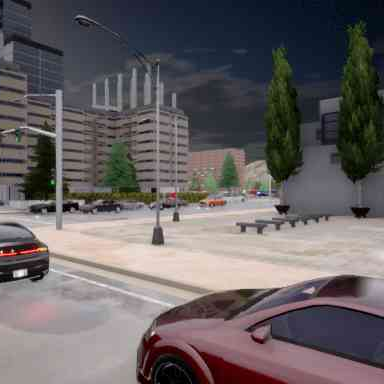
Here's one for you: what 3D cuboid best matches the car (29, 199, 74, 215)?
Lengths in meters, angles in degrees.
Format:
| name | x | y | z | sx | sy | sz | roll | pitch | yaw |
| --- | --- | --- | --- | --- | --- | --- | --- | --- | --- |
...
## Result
| name | x | y | z | sx | sy | sz | roll | pitch | yaw |
| --- | --- | --- | --- | --- | --- | --- | --- | --- | --- |
| car | -14.318 | 1.478 | 34.805 | 1.882 | 1.535 | 5.008 | 0 | 0 | 40 |

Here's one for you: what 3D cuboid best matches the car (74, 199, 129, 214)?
| name | x | y | z | sx | sy | sz | roll | pitch | yaw |
| --- | --- | --- | --- | --- | --- | --- | --- | --- | --- |
| car | -9.461 | 1.505 | 35.123 | 1.837 | 1.490 | 4.892 | 0 | 0 | 40 |

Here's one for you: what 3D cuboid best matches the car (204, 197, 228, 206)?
| name | x | y | z | sx | sy | sz | roll | pitch | yaw |
| --- | --- | --- | --- | --- | --- | --- | --- | --- | --- |
| car | 4.062 | 1.564 | 56.443 | 1.994 | 1.385 | 4.181 | 0 | 0 | 41 |

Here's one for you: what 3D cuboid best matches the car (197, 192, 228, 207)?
| name | x | y | z | sx | sy | sz | roll | pitch | yaw |
| --- | --- | --- | --- | --- | --- | --- | --- | --- | --- |
| car | 3.023 | 1.352 | 49.835 | 2.097 | 1.767 | 4.553 | 0 | 0 | 40 |

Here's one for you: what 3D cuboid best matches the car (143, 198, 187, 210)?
| name | x | y | z | sx | sy | sz | roll | pitch | yaw |
| --- | --- | --- | --- | --- | --- | --- | --- | --- | --- |
| car | -3.379 | 1.491 | 42.300 | 2.128 | 1.511 | 4.902 | 0 | 0 | 40 |

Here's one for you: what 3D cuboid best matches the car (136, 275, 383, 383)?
| name | x | y | z | sx | sy | sz | roll | pitch | yaw |
| --- | --- | --- | --- | --- | --- | --- | --- | --- | --- |
| car | 1.422 | 1.564 | 3.226 | 4.181 | 1.385 | 1.994 | 0 | 0 | 37 |

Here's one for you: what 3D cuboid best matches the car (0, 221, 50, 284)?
| name | x | y | z | sx | sy | sz | roll | pitch | yaw |
| --- | --- | --- | --- | --- | --- | --- | --- | --- | --- |
| car | -5.557 | 1.505 | 8.734 | 4.892 | 1.490 | 1.837 | 0 | 0 | 40 |

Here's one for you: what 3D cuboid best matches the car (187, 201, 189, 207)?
| name | x | y | z | sx | sy | sz | roll | pitch | yaw |
| --- | --- | --- | --- | --- | --- | --- | --- | --- | --- |
| car | -2.414 | 1.564 | 48.844 | 1.994 | 1.385 | 4.181 | 0 | 0 | 41 |

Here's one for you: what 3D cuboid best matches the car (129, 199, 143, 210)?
| name | x | y | z | sx | sy | sz | roll | pitch | yaw |
| --- | --- | --- | --- | --- | --- | --- | --- | --- | --- |
| car | -8.281 | 1.601 | 41.930 | 1.895 | 1.301 | 4.718 | 0 | 0 | 40 |
